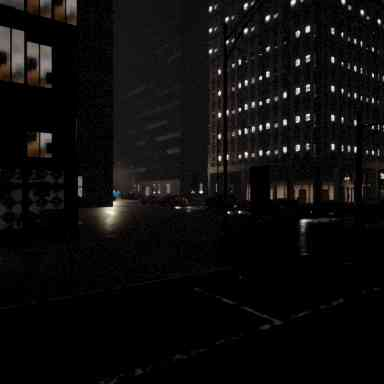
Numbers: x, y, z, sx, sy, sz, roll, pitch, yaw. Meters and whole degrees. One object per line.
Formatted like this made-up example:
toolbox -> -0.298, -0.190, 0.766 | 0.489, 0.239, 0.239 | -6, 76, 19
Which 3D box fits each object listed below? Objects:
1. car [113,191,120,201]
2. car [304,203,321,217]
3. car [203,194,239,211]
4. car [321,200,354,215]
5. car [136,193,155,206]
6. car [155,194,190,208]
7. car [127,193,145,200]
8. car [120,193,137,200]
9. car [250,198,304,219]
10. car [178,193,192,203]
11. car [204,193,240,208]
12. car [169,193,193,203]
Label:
car -> -14.969, 0.919, 58.893 | 1.887, 1.381, 4.507 | 1, 0, -35
car -> 8.182, 1.309, 28.499 | 1.837, 1.490, 4.892 | 0, 1, -32
car -> 3.164, 1.189, 36.463 | 2.128, 1.511, 4.902 | 0, 1, -32
car -> 13.037, 1.377, 31.249 | 1.802, 1.307, 4.206 | 1, 0, -32
car -> -5.425, 1.094, 45.011 | 1.752, 1.417, 4.829 | 1, 0, -33
car -> -2.477, 1.211, 40.515 | 1.802, 1.307, 4.206 | 1, 0, -33
car -> -11.498, 0.864, 67.799 | 1.947, 1.339, 4.313 | 1, 0, -36
car -> -12.403, 0.889, 64.770 | 1.994, 1.385, 4.181 | 0, 1, -36
car -> 6.417, 1.399, 26.558 | 1.802, 1.307, 4.206 | 1, 0, -32
car -> -2.444, 1.058, 45.176 | 1.882, 1.535, 5.008 | 0, 1, -34
car -> 3.641, 1.001, 41.222 | 2.097, 1.767, 4.553 | 0, 1, -33
car -> -1.855, 0.926, 54.351 | 1.967, 1.590, 4.097 | 1, 0, -35
